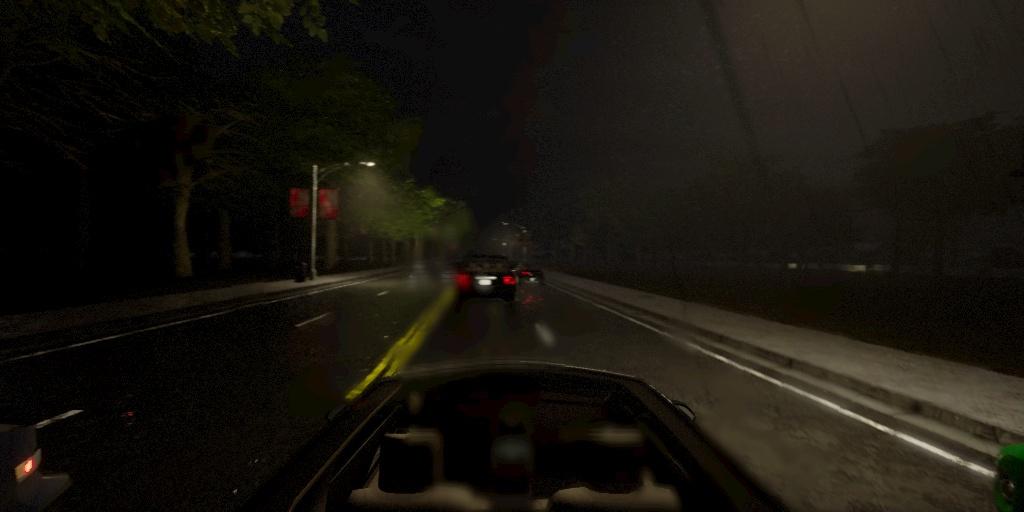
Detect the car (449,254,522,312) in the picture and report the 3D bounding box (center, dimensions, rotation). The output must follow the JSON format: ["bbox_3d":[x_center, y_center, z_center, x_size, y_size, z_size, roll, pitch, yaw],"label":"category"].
[{"bbox_3d":[-1.072,0.938,14.191,2.150,2.045,5.566,1,0,-5],"label":"car"}]

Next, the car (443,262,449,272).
[{"bbox_3d":[-6.801,1.166,41.488,1.994,1.385,4.181,1,0,-5],"label":"car"}]

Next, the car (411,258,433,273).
[{"bbox_3d":[-9.913,1.023,39.684,2.128,1.511,4.902,1,0,-5],"label":"car"}]

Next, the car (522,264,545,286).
[{"bbox_3d":[1.175,1.274,25.831,1.837,1.490,4.892,1,0,-4],"label":"car"}]
